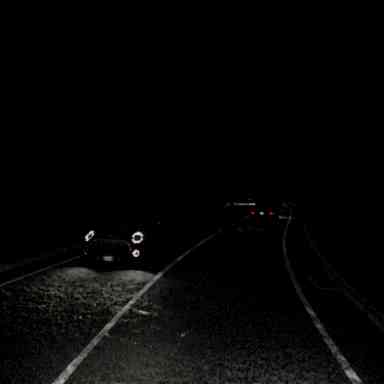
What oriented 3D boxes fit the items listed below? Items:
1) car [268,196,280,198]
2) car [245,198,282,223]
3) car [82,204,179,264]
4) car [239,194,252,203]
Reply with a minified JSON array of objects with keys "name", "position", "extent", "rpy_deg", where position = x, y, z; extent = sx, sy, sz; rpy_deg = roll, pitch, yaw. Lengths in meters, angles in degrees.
[{"name":"car","position":[10.339,1.206,41.983],"extent":[2.128,1.511,4.902],"rpy_deg":[0,1,13]},{"name":"car","position":[5.447,1.460,24.667],"extent":[2.033,1.411,5.357],"rpy_deg":[0,0,18]},{"name":"car","position":[-1.975,1.349,11.895],"extent":[2.097,1.767,4.553],"rpy_deg":[0,0,13]},{"name":"car","position":[8.570,0.994,53.811],"extent":[1.882,1.535,5.008],"rpy_deg":[0,1,6]}]
